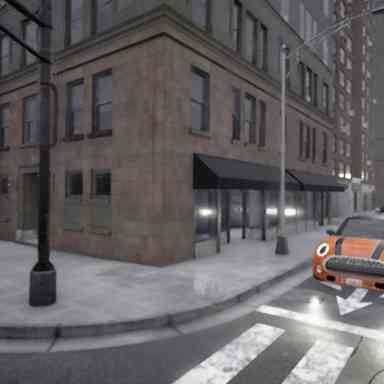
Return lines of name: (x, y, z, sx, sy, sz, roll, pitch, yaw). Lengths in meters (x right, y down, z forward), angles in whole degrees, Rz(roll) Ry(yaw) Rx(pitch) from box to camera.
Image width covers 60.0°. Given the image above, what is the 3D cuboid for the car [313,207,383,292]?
car: (4.995, 1.455, 9.267, 2.097, 1.767, 4.553, 0, 0, 37)
